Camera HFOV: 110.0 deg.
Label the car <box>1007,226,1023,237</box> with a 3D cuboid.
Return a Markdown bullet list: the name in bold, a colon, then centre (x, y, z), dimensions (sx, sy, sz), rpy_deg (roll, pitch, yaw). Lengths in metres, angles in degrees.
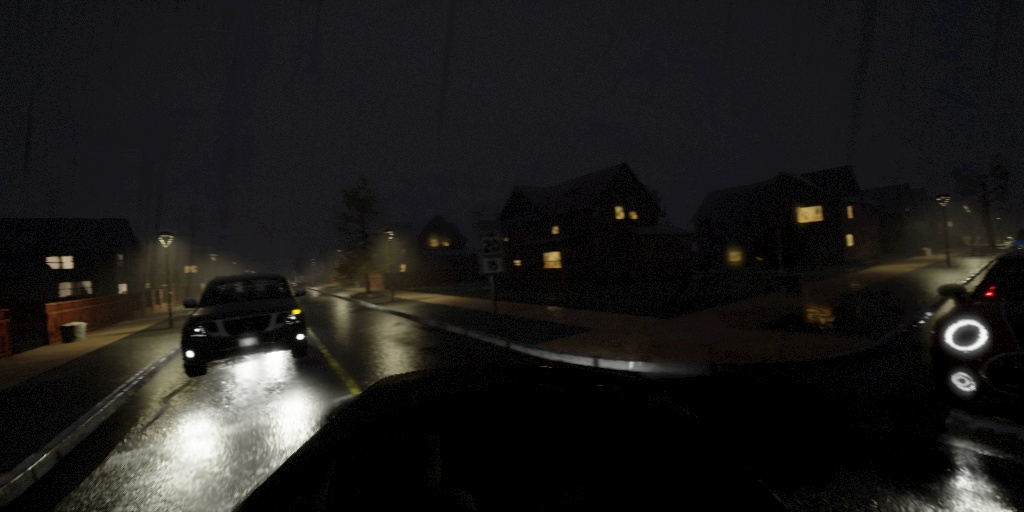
- **car**: centre (27.275, -0.576, 18.240), dimensions (5.566, 2.045, 2.150), rpy_deg (-5, 0, -34)

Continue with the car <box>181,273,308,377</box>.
- **car**: centre (-6.872, 1.511, 9.473), dimensions (2.150, 2.045, 5.566), rpy_deg (-4, -1, -35)

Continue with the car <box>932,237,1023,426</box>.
- **car**: centre (6.643, 0.690, 4.085), dimensions (4.553, 1.767, 2.097), rpy_deg (-3, -1, -34)
